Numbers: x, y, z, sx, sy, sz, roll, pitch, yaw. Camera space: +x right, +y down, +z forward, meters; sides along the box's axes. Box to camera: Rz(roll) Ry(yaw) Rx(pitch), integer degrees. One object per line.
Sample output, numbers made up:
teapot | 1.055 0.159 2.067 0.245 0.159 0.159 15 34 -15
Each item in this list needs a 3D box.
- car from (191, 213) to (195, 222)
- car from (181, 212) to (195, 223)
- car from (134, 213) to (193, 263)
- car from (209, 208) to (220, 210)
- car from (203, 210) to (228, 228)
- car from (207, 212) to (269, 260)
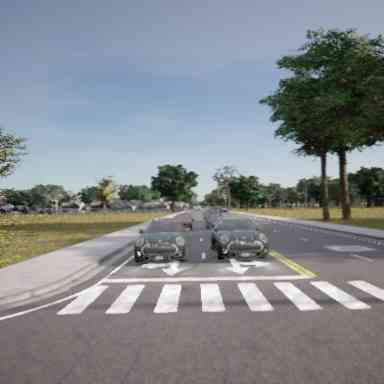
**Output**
car | -0.926 2.888 31.888 1.882 1.535 5.008 -1 -2 1
car | -0.549 3.832 50.564 2.033 1.411 5.357 -1 -3 1
car | -1.202 2.040 15.004 2.097 1.767 4.553 -1 -3 1
car | 2.698 3.687 50.522 2.128 1.511 4.902 -1 -3 1
car | 2.338 2.876 32.846 2.128 1.511 4.902 -1 -2 1
car | 2.063 1.989 15.377 2.097 1.767 4.553 -1 -3 -1
